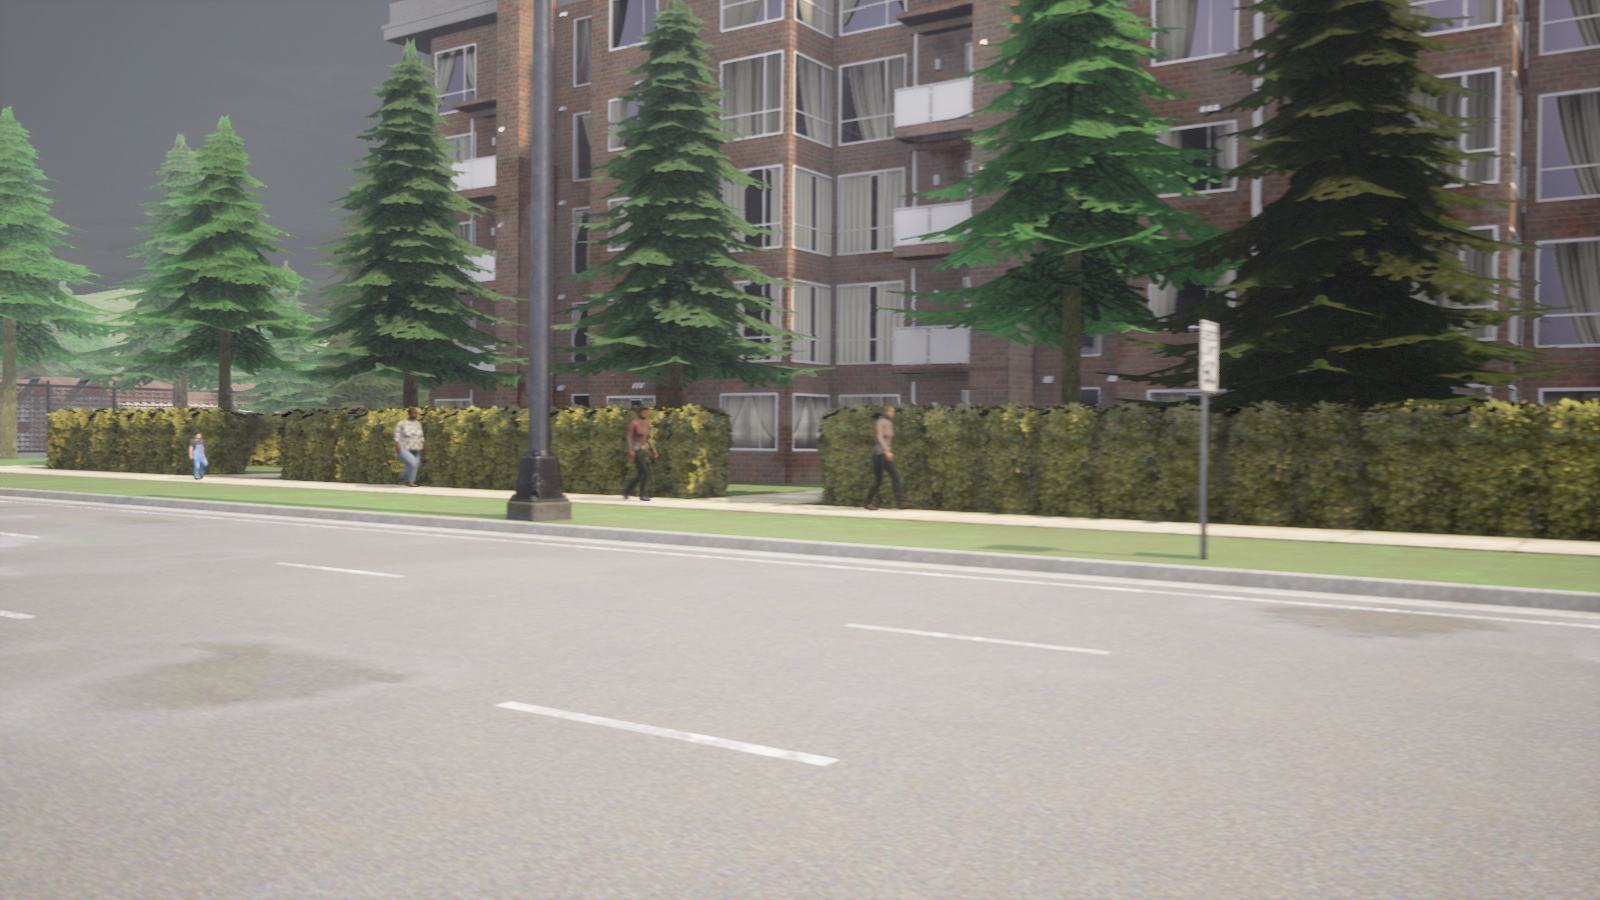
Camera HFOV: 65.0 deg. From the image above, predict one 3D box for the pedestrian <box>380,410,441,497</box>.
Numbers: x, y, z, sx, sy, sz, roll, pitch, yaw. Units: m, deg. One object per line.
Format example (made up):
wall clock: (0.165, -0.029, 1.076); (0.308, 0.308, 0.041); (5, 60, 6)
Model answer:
pedestrian: (-8.483, 0.064, 27.353); (0.900, 1.855, 0.874); (0, 1, 34)

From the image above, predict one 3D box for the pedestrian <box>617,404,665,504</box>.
pedestrian: (-2.929, 0.072, 23.086); (0.869, 1.805, 0.328); (0, 1, 35)

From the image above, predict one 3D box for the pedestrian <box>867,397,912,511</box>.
pedestrian: (1.477, 0.064, 20.707); (0.634, 1.846, 0.331); (0, 1, 33)

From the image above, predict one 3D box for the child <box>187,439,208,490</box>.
child: (-14.822, 0.353, 30.910); (0.437, 1.263, 0.270); (0, 1, 34)
